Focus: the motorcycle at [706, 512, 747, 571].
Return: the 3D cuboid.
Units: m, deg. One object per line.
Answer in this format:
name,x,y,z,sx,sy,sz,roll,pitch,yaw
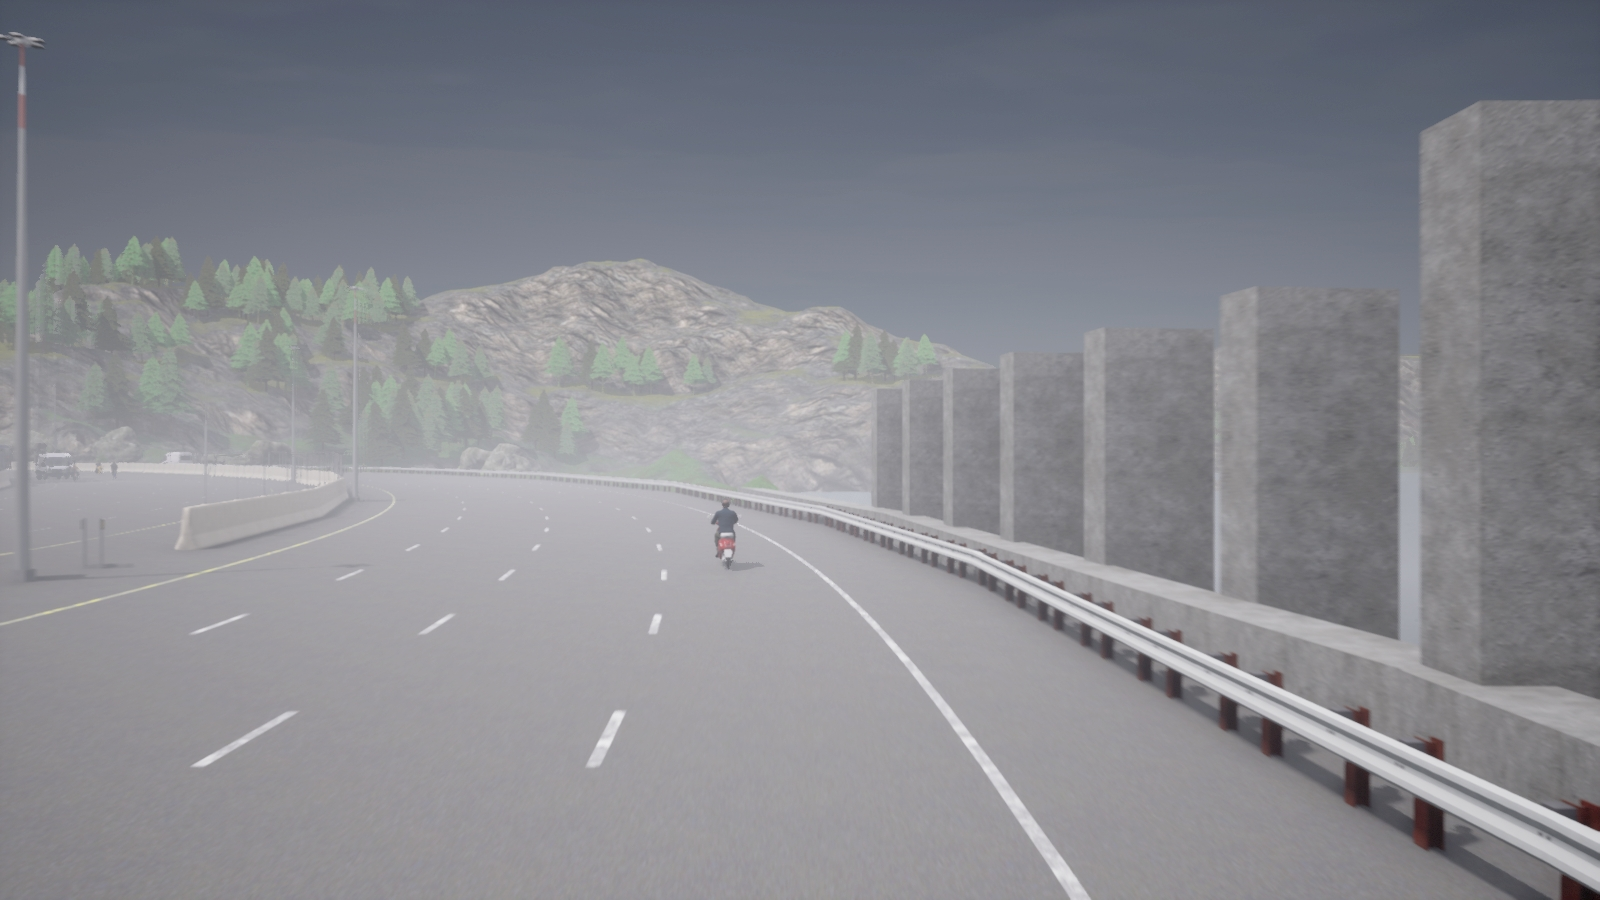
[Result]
motorcycle,-1.792,2.183,27.564,0.856,1.236,1.805,-1,0,-8
